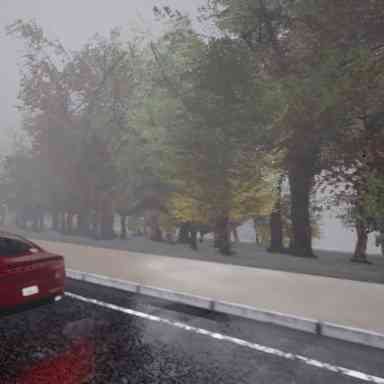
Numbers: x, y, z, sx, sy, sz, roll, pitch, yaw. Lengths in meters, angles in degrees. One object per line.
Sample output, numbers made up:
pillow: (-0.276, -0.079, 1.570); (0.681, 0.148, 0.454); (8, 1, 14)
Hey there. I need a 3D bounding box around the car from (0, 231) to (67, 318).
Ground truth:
car: (-4.739, 1.570, 7.049); (5.008, 1.535, 1.882); (-2, -1, 35)
